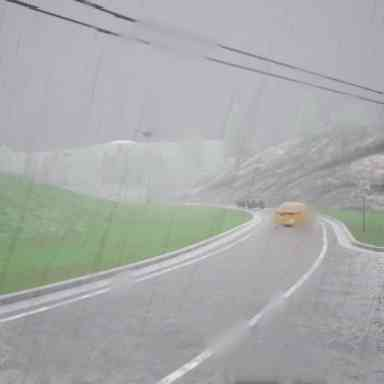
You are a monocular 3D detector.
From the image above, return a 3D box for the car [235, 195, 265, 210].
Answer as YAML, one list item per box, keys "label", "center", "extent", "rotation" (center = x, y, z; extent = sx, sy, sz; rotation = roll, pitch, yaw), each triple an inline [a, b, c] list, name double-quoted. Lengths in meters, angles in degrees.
- label: "car"
  center: [6.859, 1.133, 39.857]
  extent: [2.097, 1.767, 4.553]
  rotation: [-1, 0, -15]

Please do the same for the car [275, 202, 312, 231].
- label: "car"
  center: [6.041, 1.353, 19.742]
  extent: [1.882, 1.535, 5.008]
  rotation: [0, 1, 19]
